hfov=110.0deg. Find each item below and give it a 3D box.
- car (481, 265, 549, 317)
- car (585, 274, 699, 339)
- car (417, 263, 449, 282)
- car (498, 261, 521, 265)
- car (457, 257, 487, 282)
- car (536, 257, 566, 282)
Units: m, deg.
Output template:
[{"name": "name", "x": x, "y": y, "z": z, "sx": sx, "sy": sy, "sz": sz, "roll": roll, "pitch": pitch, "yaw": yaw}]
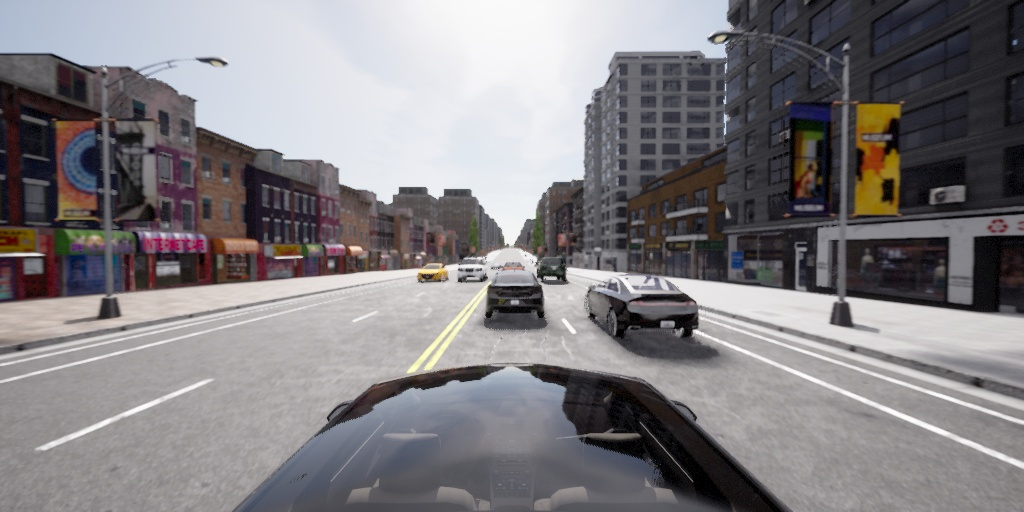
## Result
[{"name": "car", "x": 0.096, "y": 1.247, "z": 13.228, "sx": 1.882, "sy": 1.535, "sz": 5.008, "roll": 0, "pitch": 0, "yaw": 0}, {"name": "car", "x": 3.350, "y": 1.254, "z": 10.127, "sx": 2.128, "sy": 1.511, "sz": 4.902, "roll": 0, "pitch": 0, "yaw": 0}, {"name": "car", "x": -6.595, "y": 1.371, "z": 30.383, "sx": 1.882, "sy": 1.535, "sz": 5.008, "roll": 0, "pitch": -1, "yaw": 0}, {"name": "car", "x": 0.100, "y": 1.262, "z": 31.804, "sx": 2.097, "sy": 1.767, "sz": 4.553, "roll": 0, "pitch": -1, "yaw": 0}, {"name": "car", "x": -3.345, "y": 1.121, "z": 30.904, "sx": 2.150, "sy": 2.045, "sz": 5.566, "roll": 0, "pitch": -1, "yaw": 0}, {"name": "car", "x": 3.352, "y": 1.124, "z": 31.190, "sx": 2.150, "sy": 2.045, "sz": 5.566, "roll": 0, "pitch": -1, "yaw": 0}]
